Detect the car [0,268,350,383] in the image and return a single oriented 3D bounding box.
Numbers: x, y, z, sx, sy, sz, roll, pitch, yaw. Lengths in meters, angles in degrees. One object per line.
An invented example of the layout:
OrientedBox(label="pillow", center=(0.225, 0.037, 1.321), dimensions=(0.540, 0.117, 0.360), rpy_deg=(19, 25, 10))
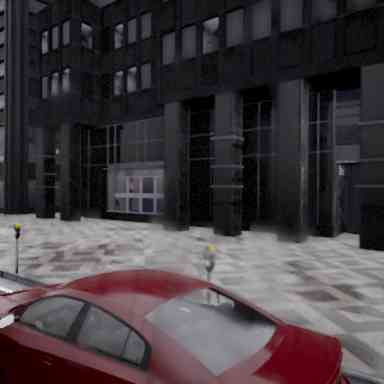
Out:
OrientedBox(label="car", center=(-0.798, 1.527, 3.531), dimensions=(4.507, 1.381, 1.887), rpy_deg=(0, 0, 35))
